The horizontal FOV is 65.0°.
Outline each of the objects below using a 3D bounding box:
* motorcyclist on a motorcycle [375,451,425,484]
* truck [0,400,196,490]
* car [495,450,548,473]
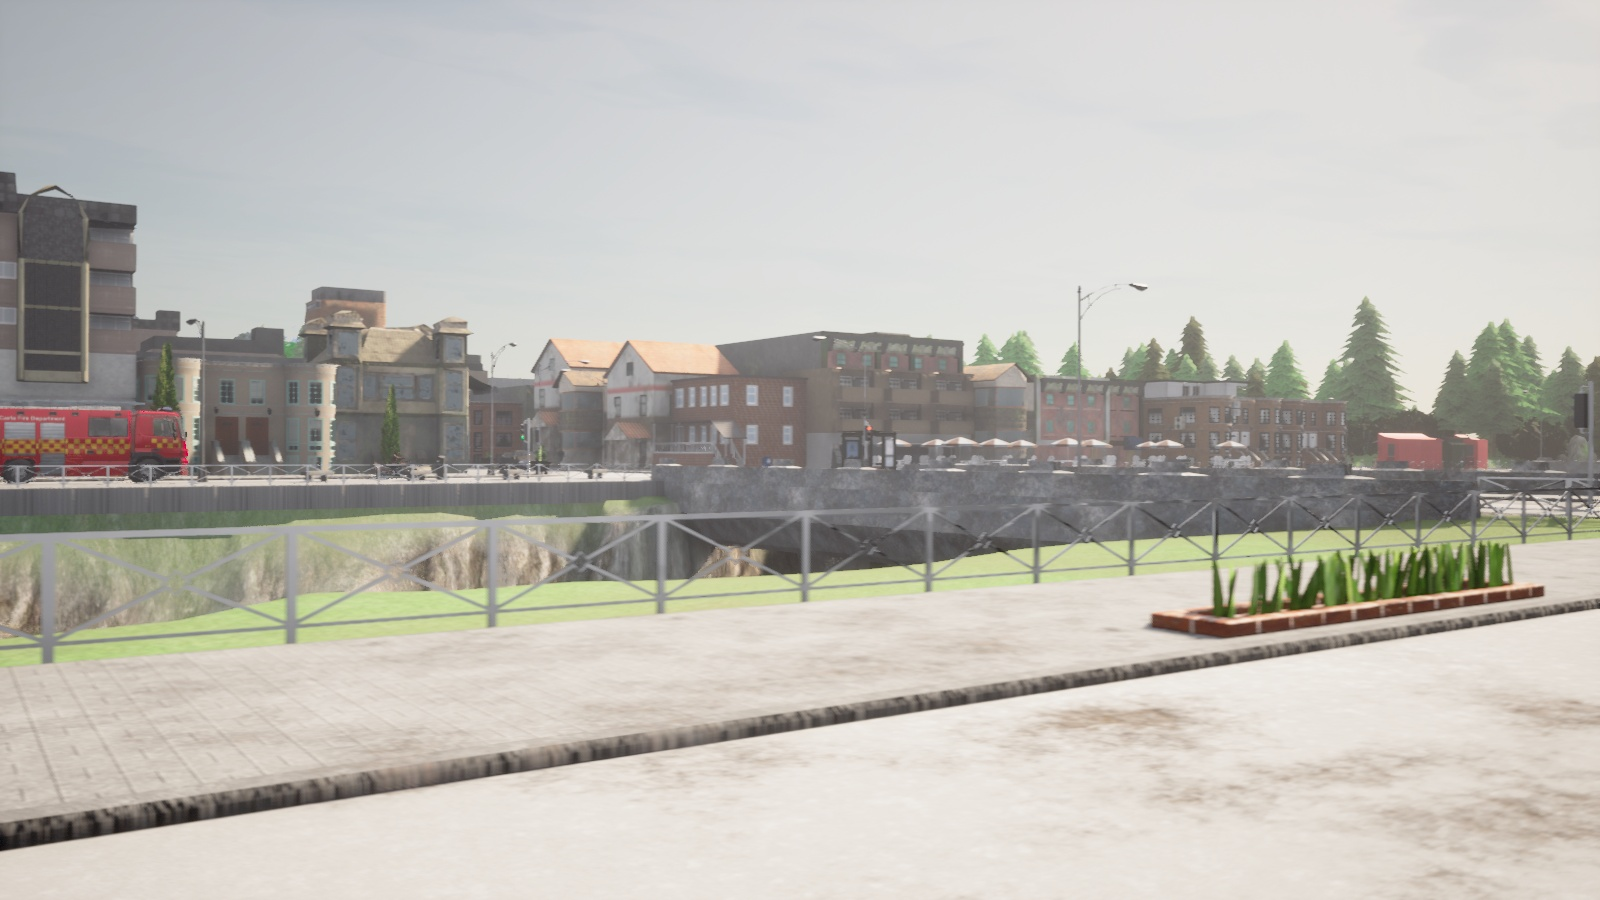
[{"bbox_3d":[-20.723,0.898,65.045,2.350,1.649,0.766,0,0,-35],"label":"motorcyclist on a motorcycle"},{"bbox_3d":[-32.304,-0.212,56.982,8.468,3.827,2.891,0,0,-35],"label":"truck"},{"bbox_3d":[-20.798,0.860,93.675,2.242,1.667,4.611,0,0,-35],"label":"car"}]
